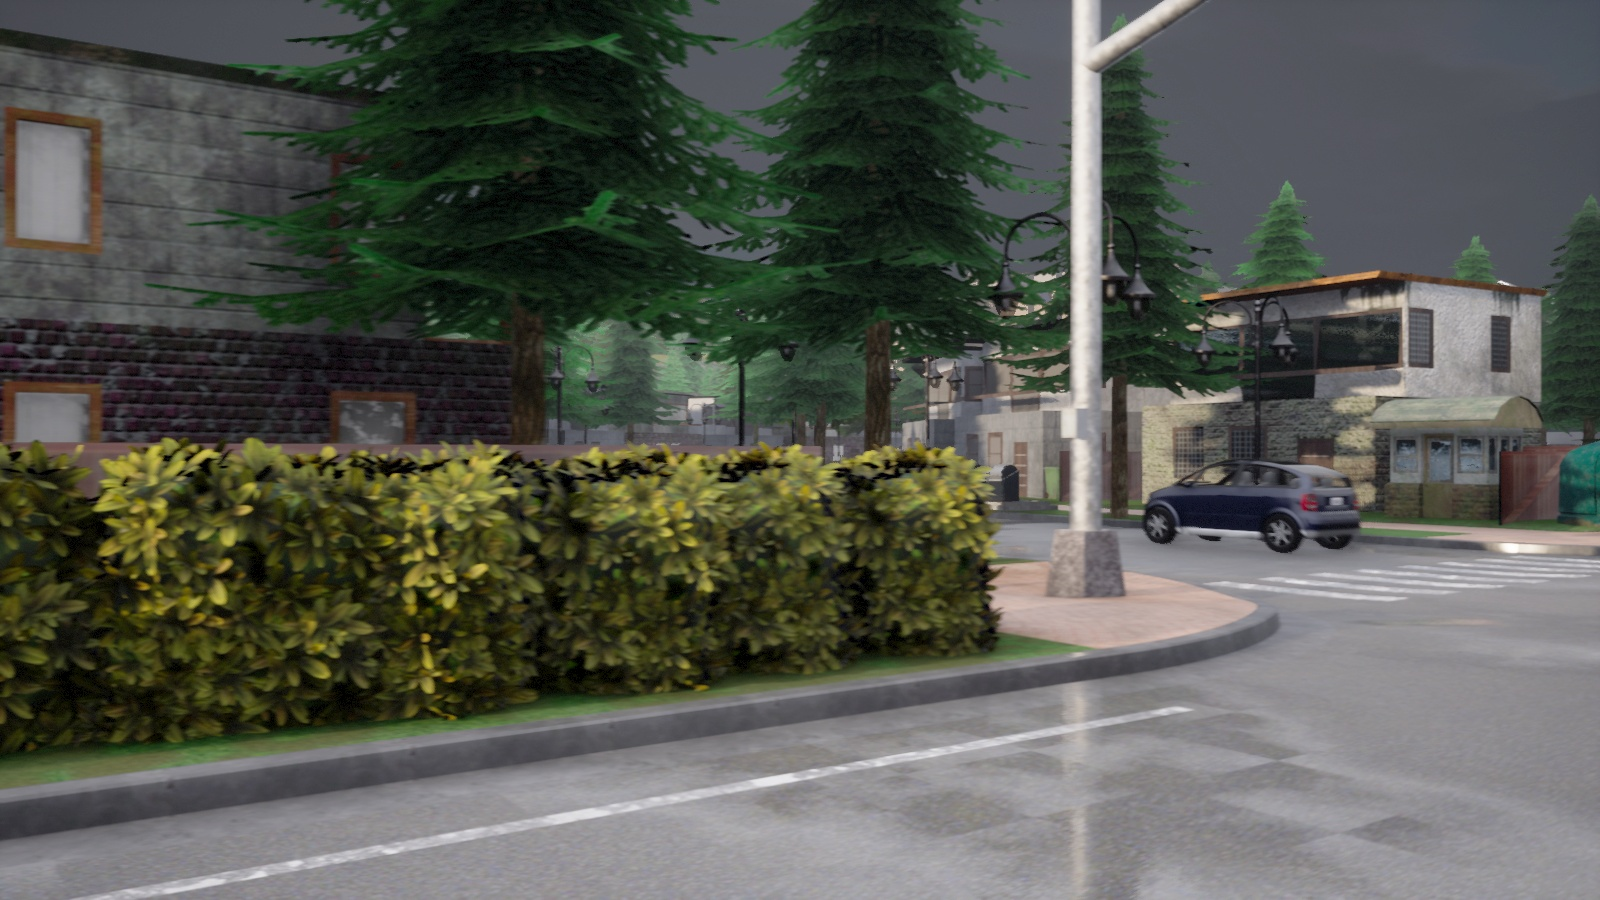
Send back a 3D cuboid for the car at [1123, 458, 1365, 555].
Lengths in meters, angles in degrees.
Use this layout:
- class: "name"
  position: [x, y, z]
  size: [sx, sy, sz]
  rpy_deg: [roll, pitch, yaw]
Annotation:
- class: "car"
  position: [7.776, 0.919, 22.261]
  size: [1.789, 1.549, 3.705]
  rpy_deg: [0, 0, -35]
